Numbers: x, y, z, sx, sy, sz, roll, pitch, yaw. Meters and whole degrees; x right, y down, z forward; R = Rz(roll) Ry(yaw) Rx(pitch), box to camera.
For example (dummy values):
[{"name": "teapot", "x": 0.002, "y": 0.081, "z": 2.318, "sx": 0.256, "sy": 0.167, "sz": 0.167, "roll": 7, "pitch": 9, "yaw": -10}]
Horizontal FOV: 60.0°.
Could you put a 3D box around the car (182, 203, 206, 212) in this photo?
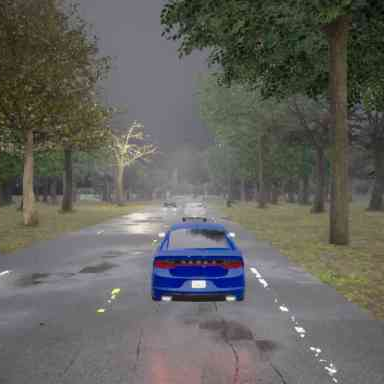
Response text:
[{"name": "car", "x": 0.187, "y": 1.580, "z": 26.879, "sx": 1.812, "sy": 1.442, "sz": 4.674, "roll": 0, "pitch": 0, "yaw": 0}]

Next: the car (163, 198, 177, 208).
[{"name": "car", "x": -3.371, "y": 1.673, "z": 51.766, "sx": 1.837, "sy": 1.490, "sz": 4.892, "roll": 0, "pitch": -1, "yaw": 1}]

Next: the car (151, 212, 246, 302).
[{"name": "car", "x": 0.129, "y": 1.485, "z": 8.366, "sx": 1.882, "sy": 1.535, "sz": 5.008, "roll": 0, "pitch": 0, "yaw": 0}]
